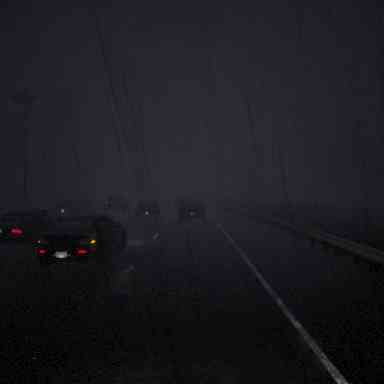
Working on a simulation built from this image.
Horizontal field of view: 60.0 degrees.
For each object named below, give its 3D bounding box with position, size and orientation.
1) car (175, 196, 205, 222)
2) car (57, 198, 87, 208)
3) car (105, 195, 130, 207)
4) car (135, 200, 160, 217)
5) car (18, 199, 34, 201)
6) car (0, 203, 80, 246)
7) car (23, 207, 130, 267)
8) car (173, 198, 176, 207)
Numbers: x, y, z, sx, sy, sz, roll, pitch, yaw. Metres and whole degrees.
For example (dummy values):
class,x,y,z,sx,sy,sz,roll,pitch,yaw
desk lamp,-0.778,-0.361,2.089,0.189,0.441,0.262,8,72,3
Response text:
class,x,y,z,sx,sy,sz,roll,pitch,yaw
car,-0.079,1.298,24.767,1.882,1.535,5.008,0,0,-2
car,-10.834,1.288,29.935,1.837,1.490,4.892,0,0,-3
car,-7.652,1.103,34.480,2.097,1.767,4.553,0,0,-4
car,-3.763,1.390,29.082,1.895,1.301,4.718,0,0,-3
car,-23.440,1.133,47.662,1.882,1.535,5.008,0,0,-9
car,-6.903,1.443,14.400,2.033,1.411,5.357,0,0,0
car,-3.400,1.446,10.957,1.812,1.442,4.674,0,0,0
car,-1.234,1.182,40.932,1.882,1.535,5.008,0,0,-6
